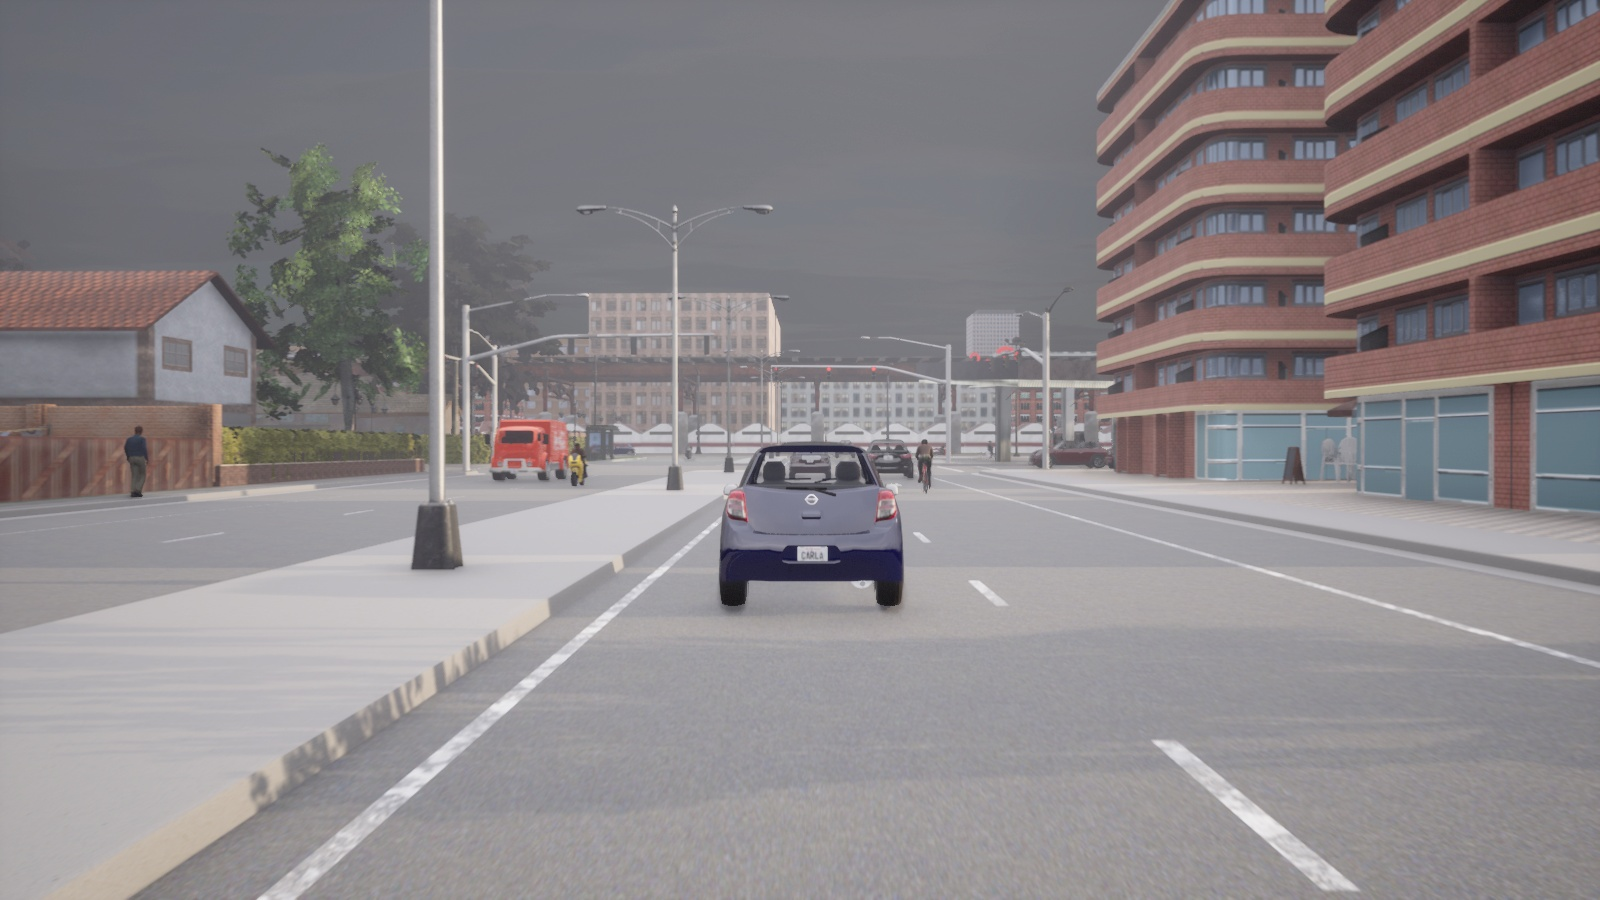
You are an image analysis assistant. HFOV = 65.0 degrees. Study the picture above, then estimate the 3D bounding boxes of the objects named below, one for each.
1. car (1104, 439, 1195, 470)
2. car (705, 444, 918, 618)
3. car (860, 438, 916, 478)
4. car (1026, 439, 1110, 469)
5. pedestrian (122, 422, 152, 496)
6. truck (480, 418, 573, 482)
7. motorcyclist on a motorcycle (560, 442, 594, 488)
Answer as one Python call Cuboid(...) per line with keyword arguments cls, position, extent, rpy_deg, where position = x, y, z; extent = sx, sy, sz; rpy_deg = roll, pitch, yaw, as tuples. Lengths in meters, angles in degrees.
Cuboid(cls="car", position=(19.818, 0.246, 71.355), extent=(4.553, 1.767, 2.097), rpy_deg=(0, 0, 0))
Cuboid(cls="car", position=(0.110, 0.694, 12.692), extent=(1.845, 1.501, 3.633), rpy_deg=(0, 0, 0))
Cuboid(cls="car", position=(3.778, 0.307, 54.561), extent=(2.242, 1.667, 4.611), rpy_deg=(0, 0, 2))
Cuboid(cls="car", position=(15.939, 0.225, 74.849), extent=(4.553, 1.767, 2.097), rpy_deg=(0, 0, -1))
Cuboid(cls="pedestrian", position=(-16.621, 0.222, 31.481), extent=(0.370, 1.835, 0.726), rpy_deg=(0, 0, 0))
Cuboid(cls="truck", position=(-11.090, -0.019, 51.277), extent=(2.627, 2.467, 5.204), rpy_deg=(0, 0, 0))
Cuboid(cls="motorcyclist on a motorcycle", position=(-7.659, 0.495, 43.141), extent=(0.797, 1.523, 2.044), rpy_deg=(0, 0, 0))
